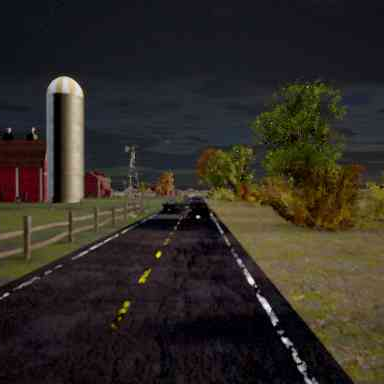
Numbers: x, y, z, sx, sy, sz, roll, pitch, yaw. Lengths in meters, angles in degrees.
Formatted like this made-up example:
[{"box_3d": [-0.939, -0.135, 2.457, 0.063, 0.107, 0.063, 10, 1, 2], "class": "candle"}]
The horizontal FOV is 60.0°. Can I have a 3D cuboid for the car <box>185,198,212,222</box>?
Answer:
[{"box_3d": [0.485, 1.497, 25.939, 1.837, 1.490, 4.892, 0, 0, 1], "class": "car"}]

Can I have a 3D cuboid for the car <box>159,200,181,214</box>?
[{"box_3d": [-2.200, 1.559, 34.657, 1.994, 1.385, 4.181, 0, 0, 2], "class": "car"}]
